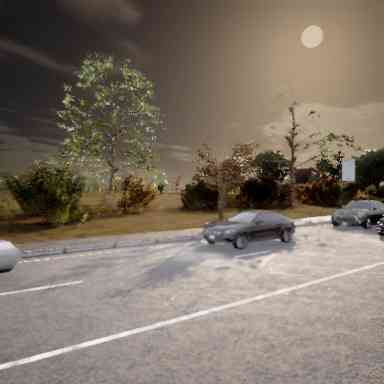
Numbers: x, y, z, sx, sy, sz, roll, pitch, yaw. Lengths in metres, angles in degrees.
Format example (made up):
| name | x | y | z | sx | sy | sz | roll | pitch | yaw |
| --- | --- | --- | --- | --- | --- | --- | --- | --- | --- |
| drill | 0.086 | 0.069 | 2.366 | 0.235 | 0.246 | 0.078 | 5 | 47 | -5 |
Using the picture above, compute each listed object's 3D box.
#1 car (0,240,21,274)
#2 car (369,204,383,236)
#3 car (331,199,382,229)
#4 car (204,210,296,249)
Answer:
| name | x | y | z | sx | sy | sz | roll | pitch | yaw |
| --- | --- | --- | --- | --- | --- | --- | --- | --- | --- |
| car | -6.717 | 1.608 | 7.702 | 4.718 | 1.301 | 1.895 | 0 | 0 | -35 |
| car | 11.249 | 1.474 | 17.090 | 4.892 | 1.490 | 1.837 | 0 | 0 | -39 |
| car | 10.816 | 1.320 | 21.269 | 4.553 | 1.767 | 2.097 | 0 | 0 | -40 |
| car | 2.660 | 1.521 | 14.574 | 4.674 | 1.442 | 1.812 | 0 | 0 | -37 |
